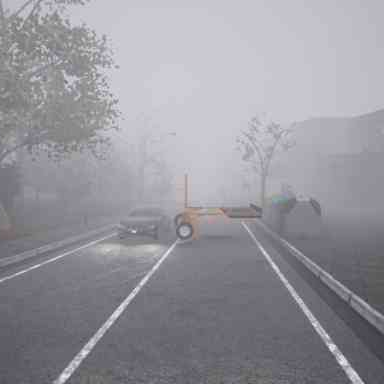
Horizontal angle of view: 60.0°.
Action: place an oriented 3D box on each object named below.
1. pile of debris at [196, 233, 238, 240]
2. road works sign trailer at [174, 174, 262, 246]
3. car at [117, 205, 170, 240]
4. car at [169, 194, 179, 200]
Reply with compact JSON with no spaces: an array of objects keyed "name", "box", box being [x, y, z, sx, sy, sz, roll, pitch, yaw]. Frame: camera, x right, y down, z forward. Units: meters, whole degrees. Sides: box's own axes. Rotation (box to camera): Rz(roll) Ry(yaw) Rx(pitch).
[{"name":"pile of debris","box":[1.165,2.108,15.807,1.860,0.140,1.500,0,0,3]},{"name":"road works sign trailer","box":[1.033,0.662,14.511,3.560,2.880,2.380,0,5,-5]},{"name":"car","box":[-2.253,1.424,16.539,1.837,1.490,4.892,0,0,5]},{"name":"car","box":[-4.696,1.213,85.485,1.882,1.535,5.008,-2,0,-14]}]
